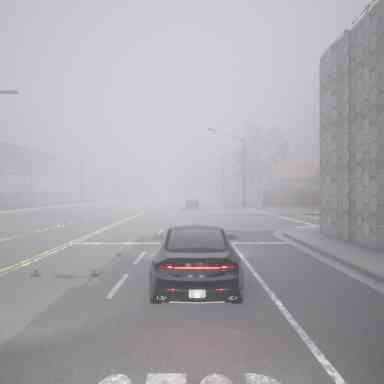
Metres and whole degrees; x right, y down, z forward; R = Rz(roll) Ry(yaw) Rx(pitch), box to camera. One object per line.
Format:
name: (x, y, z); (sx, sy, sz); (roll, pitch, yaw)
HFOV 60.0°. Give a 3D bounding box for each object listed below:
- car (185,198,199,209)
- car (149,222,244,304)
car: (0.009, 1.491, 44.142); (2.128, 1.511, 4.902); (0, 0, 0)
car: (0.085, 1.505, 8.142); (1.837, 1.490, 4.892); (0, 0, 0)
